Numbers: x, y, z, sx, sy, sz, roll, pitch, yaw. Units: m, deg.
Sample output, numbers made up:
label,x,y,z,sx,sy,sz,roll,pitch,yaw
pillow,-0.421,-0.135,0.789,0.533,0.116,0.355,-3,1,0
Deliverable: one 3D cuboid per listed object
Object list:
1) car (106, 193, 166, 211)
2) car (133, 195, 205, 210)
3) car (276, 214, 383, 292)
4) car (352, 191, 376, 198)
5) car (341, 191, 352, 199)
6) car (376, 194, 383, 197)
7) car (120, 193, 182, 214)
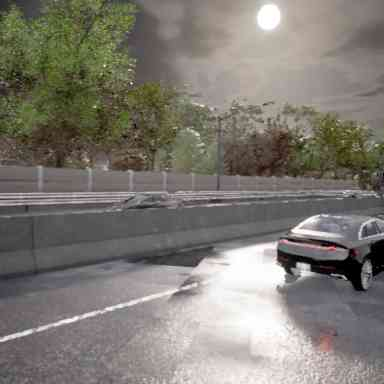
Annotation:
label,x,y,z,sx,sy,sz,roll,pitch,yaw
car,-3.115,0.921,21.399,4.892,1.490,1.837,-1,2,-44
car,-0.849,1.077,18.726,4.181,1.385,1.994,-1,2,-44
car,4.071,1.321,8.606,4.902,1.511,2.128,-1,2,-44
car,26.014,0.635,49.436,4.892,1.490,1.837,0,2,-44
car,25.935,0.505,54.201,4.902,1.511,2.128,0,2,-43
car,28.170,0.773,46.661,5.357,1.411,2.033,0,2,-43
car,-3.143,0.821,26.233,4.674,1.442,1.812,-1,2,-44
